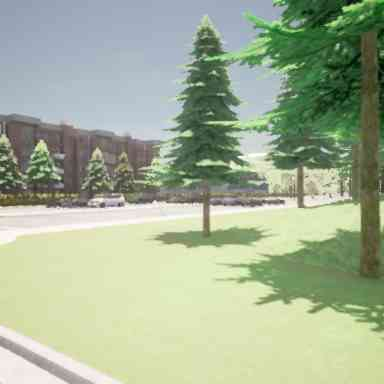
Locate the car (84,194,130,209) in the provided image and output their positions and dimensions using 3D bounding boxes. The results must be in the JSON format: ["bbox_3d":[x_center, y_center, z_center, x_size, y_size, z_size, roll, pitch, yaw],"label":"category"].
[{"bbox_3d":[-12.004,1.301,47.210,2.150,2.045,5.566,0,0,35],"label":"car"}]

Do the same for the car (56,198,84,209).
[{"bbox_3d":[-16.311,1.613,47.162,1.812,1.442,4.674,0,0,35],"label":"car"}]

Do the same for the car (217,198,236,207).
[{"bbox_3d":[6.649,1.604,53.518,2.033,1.411,5.357,0,0,36],"label":"car"}]

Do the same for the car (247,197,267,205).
[{"bbox_3d":[12.115,1.659,61.392,1.895,1.301,4.718,0,0,35],"label":"car"}]

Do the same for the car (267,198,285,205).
[{"bbox_3d":[14.980,1.651,59.381,1.895,1.301,4.718,0,0,35],"label":"car"}]

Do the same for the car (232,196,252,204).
[{"bbox_3d":[9.597,1.591,63.897,1.812,1.442,4.674,0,0,35],"label":"car"}]

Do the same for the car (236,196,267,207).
[{"bbox_3d":[9.183,1.540,51.042,2.128,1.511,4.902,0,0,36],"label":"car"}]

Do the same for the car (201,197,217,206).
[{"bbox_3d":[3.899,1.628,55.687,1.994,1.385,4.181,0,0,36],"label":"car"}]

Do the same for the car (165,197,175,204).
[{"bbox_3d":[-3.343,1.654,65.485,1.994,1.385,4.181,0,0,35],"label":"car"}]

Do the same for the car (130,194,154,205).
[{"bbox_3d":[-9.629,1.317,62.676,2.150,2.045,5.566,0,0,36],"label":"car"}]

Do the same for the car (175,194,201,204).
[{"bbox_3d":[-0.207,1.342,63.854,2.150,2.045,5.566,0,0,35],"label":"car"}]

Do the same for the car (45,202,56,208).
[{"bbox_3d":[-19.199,1.696,49.136,1.895,1.301,4.718,0,0,35],"label":"car"}]
